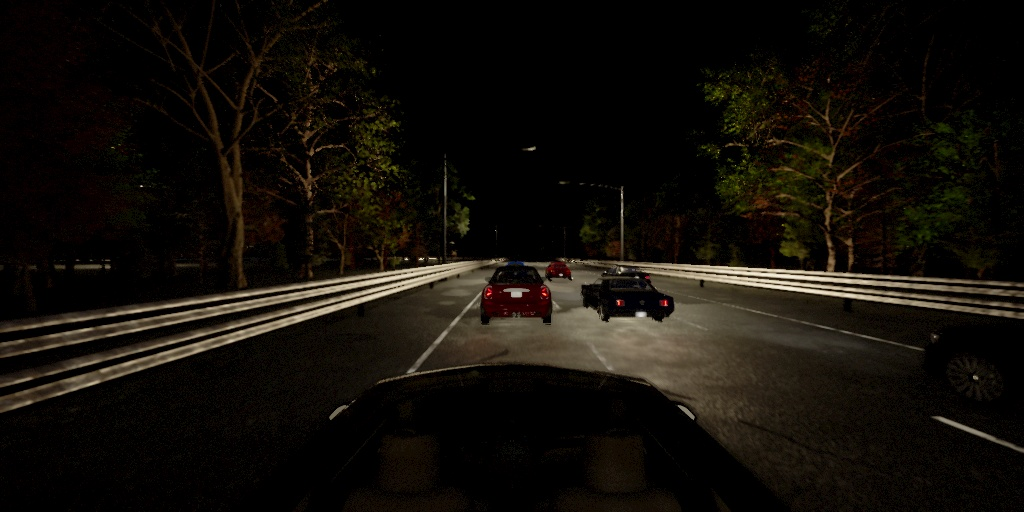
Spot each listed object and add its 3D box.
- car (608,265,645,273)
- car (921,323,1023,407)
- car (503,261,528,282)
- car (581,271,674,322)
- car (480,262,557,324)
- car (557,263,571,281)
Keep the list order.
[{"bbox_3d":[7.219,1.299,23.146,2.033,1.411,5.357,0,0,1],"label":"car"},{"bbox_3d":[7.107,1.243,3.343,2.128,1.511,4.902,0,0,0],"label":"car"},{"bbox_3d":[0.308,1.228,30.234,1.882,1.535,5.008,0,0,1],"label":"car"},{"bbox_3d":[3.635,1.352,12.286,1.895,1.301,4.718,0,0,0],"label":"car"},{"bbox_3d":[0.137,1.103,12.190,2.097,1.767,4.553,0,0,0],"label":"car"},{"bbox_3d":[3.803,1.277,29.891,1.812,1.442,4.674,0,0,1],"label":"car"}]
